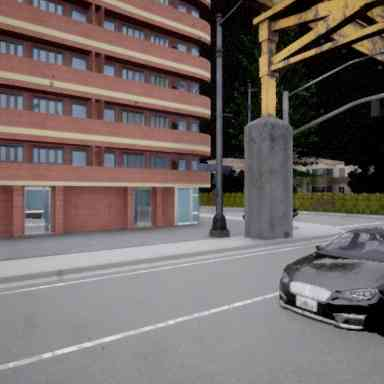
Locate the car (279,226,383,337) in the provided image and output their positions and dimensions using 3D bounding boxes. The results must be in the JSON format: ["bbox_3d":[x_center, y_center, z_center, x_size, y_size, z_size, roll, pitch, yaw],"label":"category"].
[{"bbox_3d":[3.812,1.489,6.637,4.902,1.511,2.128,0,0,-35],"label":"car"}]

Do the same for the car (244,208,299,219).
[{"bbox_3d":[6.762,1.594,28.508,1.895,1.301,4.718,0,0,-35],"label":"car"}]
